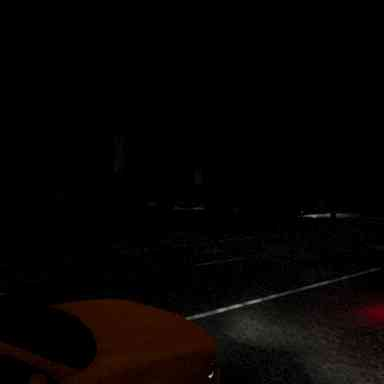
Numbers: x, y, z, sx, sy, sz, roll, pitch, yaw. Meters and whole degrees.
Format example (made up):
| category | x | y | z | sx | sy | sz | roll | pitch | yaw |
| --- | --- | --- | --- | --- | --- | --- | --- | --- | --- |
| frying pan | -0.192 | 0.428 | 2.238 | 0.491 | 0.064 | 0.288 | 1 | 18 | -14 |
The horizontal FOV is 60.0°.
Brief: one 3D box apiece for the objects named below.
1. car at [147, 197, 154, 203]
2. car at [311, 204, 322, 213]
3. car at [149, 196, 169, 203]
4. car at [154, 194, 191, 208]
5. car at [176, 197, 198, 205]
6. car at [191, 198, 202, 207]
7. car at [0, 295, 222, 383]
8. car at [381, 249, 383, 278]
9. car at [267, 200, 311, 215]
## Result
| category | x | y | z | sx | sy | sz | roll | pitch | yaw |
| --- | --- | --- | --- | --- | --- | --- | --- | --- | --- |
| car | -9.825 | 1.751 | 71.488 | 1.895 | 1.301 | 4.718 | 0 | 0 | -38 |
| car | 12.395 | 1.653 | 38.043 | 1.837 | 1.490 | 4.892 | 0 | 0 | -39 |
| car | -7.319 | 1.693 | 73.957 | 2.128 | 1.511 | 4.902 | 0 | 0 | -38 |
| car | -3.107 | 1.355 | 51.752 | 2.150 | 2.045 | 5.566 | 0 | 0 | -39 |
| car | -0.977 | 1.770 | 66.174 | 1.895 | 1.301 | 4.718 | 0 | 0 | -39 |
| car | 0.316 | 1.747 | 53.075 | 1.895 | 1.301 | 4.718 | 0 | 0 | -39 |
| car | -2.007 | 1.473 | 2.301 | 5.008 | 1.535 | 1.882 | 0 | 0 | -36 |
| car | 6.709 | 1.578 | 8.542 | 4.892 | 1.490 | 1.837 | 0 | 0 | -36 |
| car | 9.579 | 1.684 | 35.959 | 2.033 | 1.411 | 5.357 | 0 | 0 | -39 |
